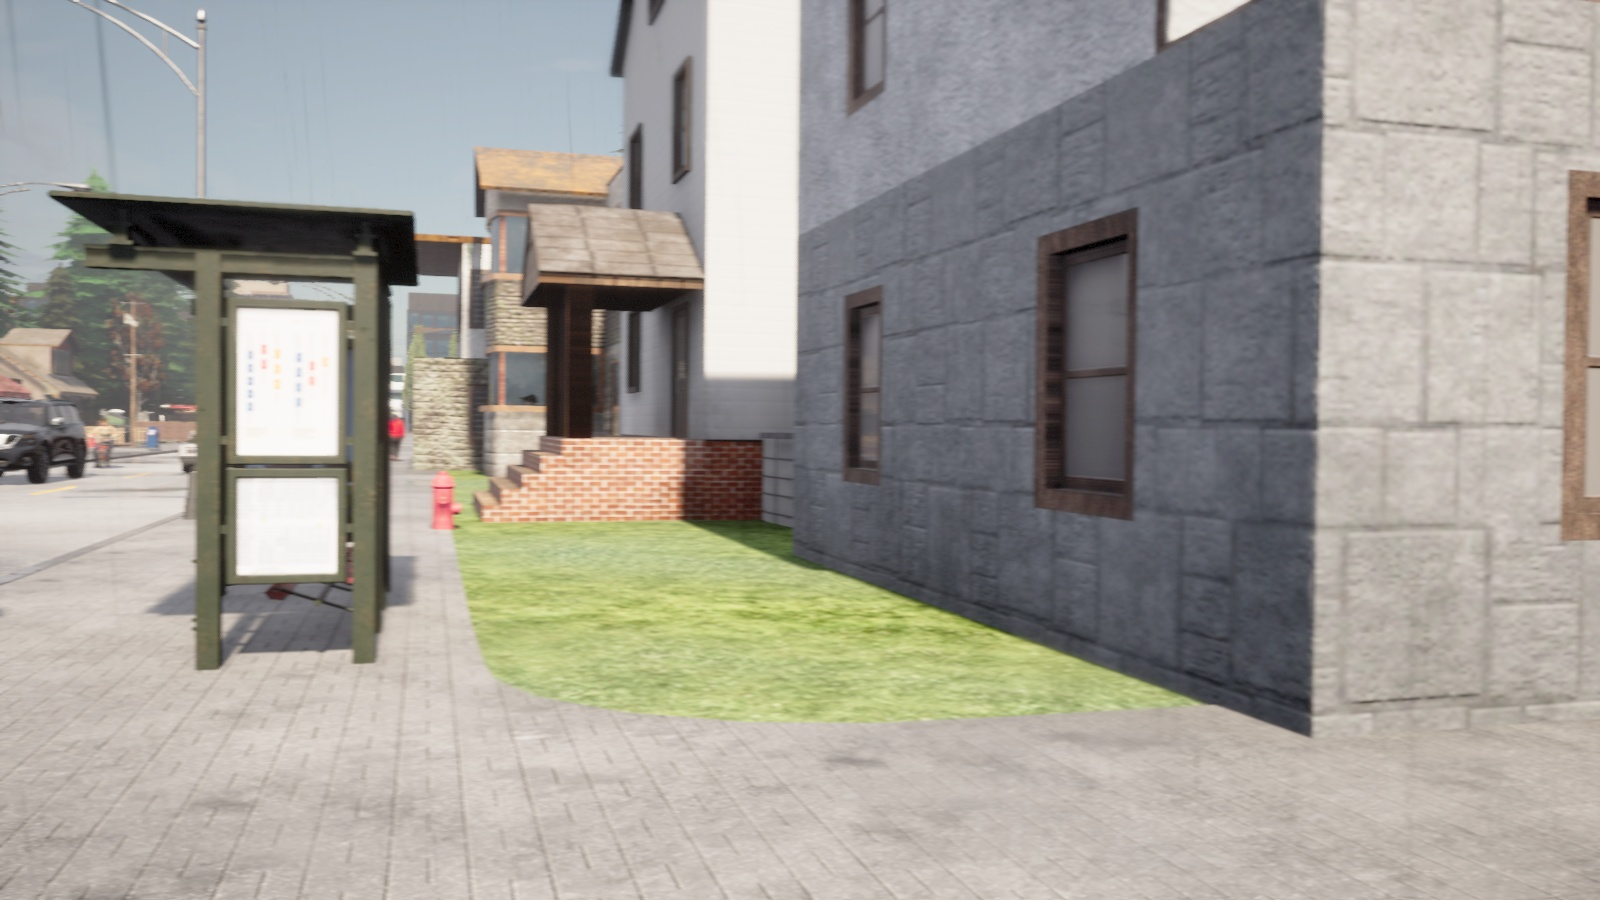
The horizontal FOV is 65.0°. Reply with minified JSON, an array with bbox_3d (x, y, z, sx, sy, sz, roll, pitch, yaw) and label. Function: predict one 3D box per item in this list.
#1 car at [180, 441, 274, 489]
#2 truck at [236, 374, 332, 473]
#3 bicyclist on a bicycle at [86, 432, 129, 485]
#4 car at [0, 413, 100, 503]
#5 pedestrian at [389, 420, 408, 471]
[{"bbox_3d":[-17.085,0.398,37.643,1.895,1.301,4.718,-1,1,-16],"label":"car"},{"bbox_3d":[-21.673,-1.098,53.145,2.891,3.827,8.468,-1,1,-17],"label":"truck"},{"bbox_3d":[-21.849,0.247,39.640,0.866,1.612,1.509,-1,1,-17],"label":"bicyclist on a bicycle"},{"bbox_3d":[-19.390,0.154,31.307,2.150,2.045,5.566,-1,1,-16],"label":"car"},{"bbox_3d":[-14.883,-0.175,46.527,0.634,1.844,0.899,-1,1,-17],"label":"pedestrian"}]
